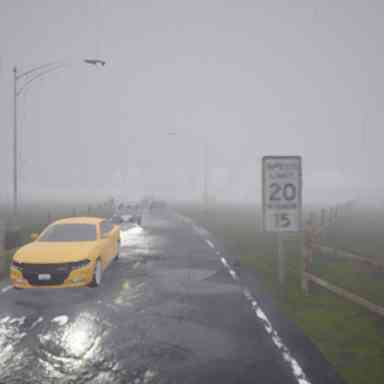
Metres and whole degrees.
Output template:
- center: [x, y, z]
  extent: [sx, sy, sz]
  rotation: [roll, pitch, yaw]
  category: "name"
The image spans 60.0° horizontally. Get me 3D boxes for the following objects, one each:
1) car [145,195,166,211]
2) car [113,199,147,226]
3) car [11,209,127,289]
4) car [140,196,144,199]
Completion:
- center: [-4.258, 1.435, 40.064]
  extent: [1.882, 1.535, 5.008]
  rotation: [0, 0, -12]
  category: "car"
- center: [-4.451, 1.484, 23.448]
  extent: [2.128, 1.511, 4.902]
  rotation: [0, 0, -7]
  category: "car"
- center: [-3.215, 1.482, 9.412]
  extent: [1.882, 1.535, 5.008]
  rotation: [0, 0, -3]
  category: "car"
- center: [-6.482, 1.493, 36.544]
  extent: [1.812, 1.442, 4.674]
  rotation: [0, 0, -10]
  category: "car"
